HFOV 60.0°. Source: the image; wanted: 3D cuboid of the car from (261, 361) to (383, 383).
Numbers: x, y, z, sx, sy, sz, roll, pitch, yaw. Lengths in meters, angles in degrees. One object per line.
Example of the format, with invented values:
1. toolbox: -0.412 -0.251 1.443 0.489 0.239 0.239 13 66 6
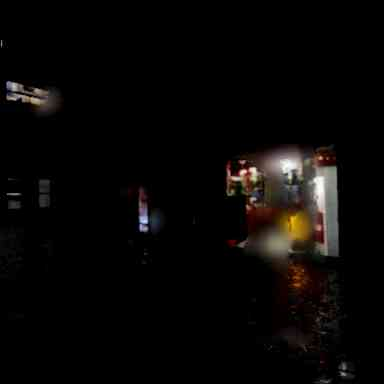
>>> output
1. car: 2.190 1.540 1.330 4.403 1.369 2.008 -1 -1 36
